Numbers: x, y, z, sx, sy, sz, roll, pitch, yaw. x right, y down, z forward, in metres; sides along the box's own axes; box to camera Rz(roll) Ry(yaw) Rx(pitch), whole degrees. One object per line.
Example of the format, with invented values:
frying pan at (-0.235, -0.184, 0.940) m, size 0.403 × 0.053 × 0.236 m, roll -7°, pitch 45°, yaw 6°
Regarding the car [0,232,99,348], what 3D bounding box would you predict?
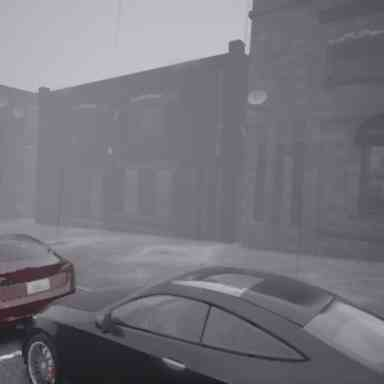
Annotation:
car at (-4.331, 1.556, 6.653) m, size 4.792 × 1.488 × 2.163 m, roll 0°, pitch 0°, yaw 36°
